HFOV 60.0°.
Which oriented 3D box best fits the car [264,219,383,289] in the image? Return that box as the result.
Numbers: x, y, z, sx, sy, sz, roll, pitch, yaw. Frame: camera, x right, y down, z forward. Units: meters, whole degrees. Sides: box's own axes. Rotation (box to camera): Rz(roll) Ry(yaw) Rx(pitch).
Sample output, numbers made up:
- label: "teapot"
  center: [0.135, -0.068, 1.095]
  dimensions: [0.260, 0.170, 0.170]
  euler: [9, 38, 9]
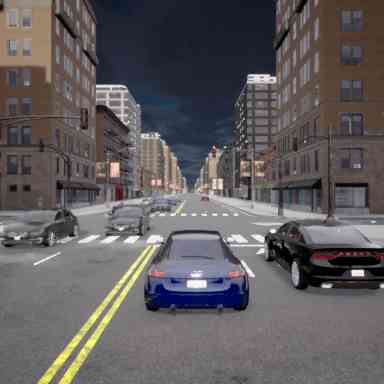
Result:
- label: "car"
  center: [3.330, 1.478, 9.159]
  dimensions: [1.882, 1.535, 5.008]
  euler: [0, 0, 0]

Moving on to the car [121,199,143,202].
- label: "car"
  center: [-6.811, 1.601, 34.535]
  dimensions: [1.895, 1.301, 4.718]
  euler: [0, 0, 4]

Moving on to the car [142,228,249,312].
- label: "car"
  center: [0.081, 1.564, 7.781]
  dimensions: [1.994, 1.385, 4.181]
  euler: [0, 0, 0]

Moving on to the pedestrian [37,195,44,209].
- label: "pedestrian"
  center: [-14.169, 1.170, 31.092]
  dimensions: [0.375, 1.860, 0.375]
  euler: [0, 0, 0]

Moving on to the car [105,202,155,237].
- label: "car"
  center: [-3.363, 1.501, 18.145]
  dimensions: [1.837, 1.490, 4.892]
  euler: [0, 0, 0]

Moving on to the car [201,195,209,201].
- label: "car"
  center: [3.180, 1.465, 80.583]
  dimensions: [1.882, 1.535, 5.008]
  euler: [0, 0, 0]

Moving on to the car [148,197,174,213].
- label: "car"
  center: [-3.383, 1.563, 37.240]
  dimensions: [1.994, 1.385, 4.181]
  euler: [0, 0, 0]

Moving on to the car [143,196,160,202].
- label: "car"
  center: [-6.641, 1.488, 51.734]
  dimensions: [2.128, 1.511, 4.902]
  euler: [0, 0, 0]

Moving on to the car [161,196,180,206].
- label: "car"
  center: [-3.391, 1.543, 53.697]
  dimensions: [2.033, 1.411, 5.357]
  euler: [0, 0, 0]

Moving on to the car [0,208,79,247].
- label: "car"
  center: [-6.612, 1.505, 15.004]
  dimensions: [1.837, 1.490, 4.892]
  euler: [0, 0, 0]
